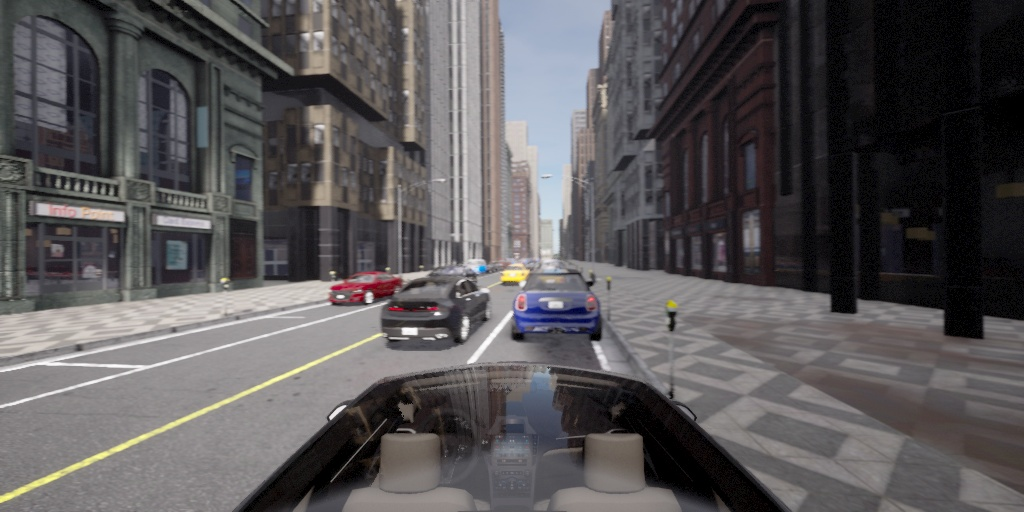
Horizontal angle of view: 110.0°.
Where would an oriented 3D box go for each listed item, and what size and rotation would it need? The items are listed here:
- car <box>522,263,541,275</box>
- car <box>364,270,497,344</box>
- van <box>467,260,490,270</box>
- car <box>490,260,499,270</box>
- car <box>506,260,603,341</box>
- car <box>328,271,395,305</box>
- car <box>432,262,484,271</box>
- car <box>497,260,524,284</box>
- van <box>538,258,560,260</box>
[{"bbox_3d":[2.404,1.506,42.798,1.895,1.301,4.718,-1,0,7],"label":"car"},{"bbox_3d":[-1.820,1.310,9.853,1.837,1.490,4.892,-1,0,7],"label":"car"},{"bbox_3d":[-3.935,1.300,39.402,1.690,1.789,3.998,0,0,7],"label":"van"},{"bbox_3d":[-3.219,1.543,44.993,1.948,1.339,4.313,0,0,7],"label":"car"},{"bbox_3d":[1.253,1.124,10.132,2.097,1.767,4.553,-1,0,7],"label":"car"},{"bbox_3d":[-6.799,1.436,17.038,1.888,1.381,4.507,0,0,7],"label":"car"},{"bbox_3d":[-3.461,1.368,22.215,2.128,1.511,4.902,-1,0,7],"label":"car"},{"bbox_3d":[0.375,1.315,27.771,1.801,1.575,5.366,-1,0,7],"label":"car"},{"bbox_3d":[3.090,1.167,27.149,1.690,1.789,3.998,0,0,7],"label":"van"}]
